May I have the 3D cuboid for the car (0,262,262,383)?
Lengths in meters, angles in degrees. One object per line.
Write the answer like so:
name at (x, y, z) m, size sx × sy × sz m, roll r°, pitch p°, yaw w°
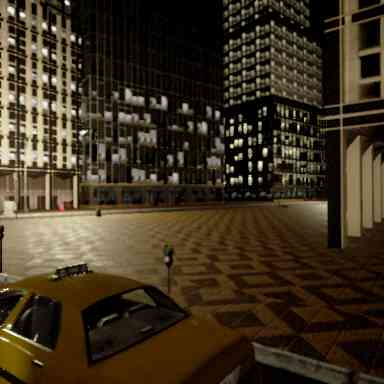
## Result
car at (-1.613, 1.542, 4.029) m, size 4.829 × 1.417 × 1.752 m, roll 0°, pitch 0°, yaw 36°
